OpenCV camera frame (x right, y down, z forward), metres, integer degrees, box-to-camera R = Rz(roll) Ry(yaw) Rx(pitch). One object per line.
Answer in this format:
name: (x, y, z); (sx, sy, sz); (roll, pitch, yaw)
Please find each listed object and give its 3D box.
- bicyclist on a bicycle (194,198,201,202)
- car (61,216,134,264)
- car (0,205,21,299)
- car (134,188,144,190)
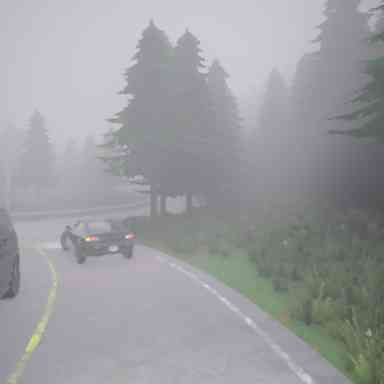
bicyclist on a bicycle: (0.671, 1.122, 35.687); (1.656, 1.620, 0.582); (-12, -2, 26)
car: (-3.598, 1.626, 12.404); (1.812, 1.442, 4.674); (0, -1, -30)
car: (-4.412, 1.280, 5.545); (2.150, 2.045, 5.566); (0, 0, -18)
car: (-11.898, -1.580, 73.880); (2.150, 2.045, 5.566); (0, 4, -10)
